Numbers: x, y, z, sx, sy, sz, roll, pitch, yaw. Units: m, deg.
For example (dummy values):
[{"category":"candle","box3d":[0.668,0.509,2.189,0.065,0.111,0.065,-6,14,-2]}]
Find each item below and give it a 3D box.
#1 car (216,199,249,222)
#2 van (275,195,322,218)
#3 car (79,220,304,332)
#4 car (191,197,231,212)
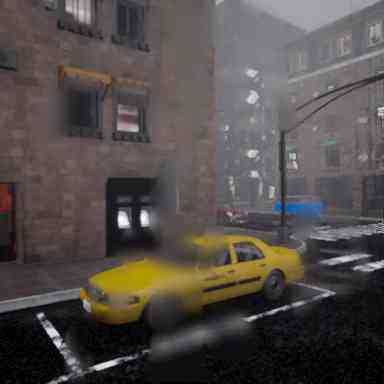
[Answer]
[{"category":"car","box3d":[1.984,1.377,22.761,1.967,1.590,4.097,-1,1,-36]},{"category":"van","box3d":[8.778,1.181,27.665,1.690,1.788,3.998,-1,1,-36]},{"category":"car","box3d":[0.272,1.508,6.762,4.829,1.417,1.752,0,0,-36]},{"category":"car","box3d":[2.030,1.351,36.970,1.752,1.417,4.829,-1,0,-36]}]
